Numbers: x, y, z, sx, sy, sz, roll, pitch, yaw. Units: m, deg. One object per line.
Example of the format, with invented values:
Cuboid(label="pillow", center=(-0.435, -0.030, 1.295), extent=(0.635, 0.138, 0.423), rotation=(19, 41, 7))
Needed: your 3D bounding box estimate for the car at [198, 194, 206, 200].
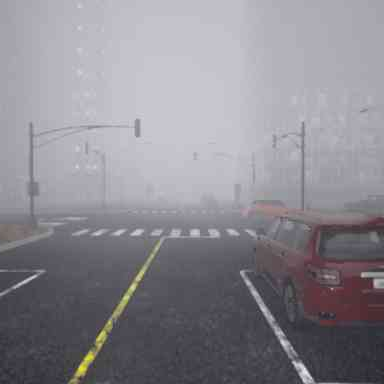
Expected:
Cuboid(label="car", center=(2.573, 1.215, 83.419), extent=(1.887, 1.381, 4.507), rotation=(-1, 0, 0))

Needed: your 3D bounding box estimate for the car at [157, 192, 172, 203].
Cuboid(label="car", center=(-5.314, 1.203, 61.298), extent=(1.967, 1.590, 4.097), rotation=(-1, 0, 0))

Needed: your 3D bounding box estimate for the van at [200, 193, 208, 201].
Cuboid(label="van", center=(2.567, 1.058, 72.370), extent=(1.690, 1.788, 3.998), rotation=(-1, 0, 0))

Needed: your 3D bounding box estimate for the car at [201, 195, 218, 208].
Cuboid(label="car", center=(2.532, 1.411, 44.748), extent=(1.802, 1.307, 4.206), rotation=(-1, 0, 0))

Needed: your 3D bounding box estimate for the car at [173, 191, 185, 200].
Cuboid(label="car", center=(-2.733, 0.667, 77.007), extent=(2.097, 1.767, 4.553), rotation=(0, 0, 0))

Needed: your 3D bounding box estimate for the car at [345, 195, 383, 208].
Cuboid(label="car", center=(16.569, 1.165, 30.598), extent=(5.009, 1.841, 2.192), rotation=(0, 1, 0))

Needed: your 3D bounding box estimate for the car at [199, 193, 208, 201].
Cuboid(label="car", center=(2.570, 1.134, 77.895), extent=(1.967, 1.590, 4.097), rotation=(-1, 0, 0))

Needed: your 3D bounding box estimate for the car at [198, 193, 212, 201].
Cuboid(label="car", center=(2.551, 1.100, 55.796), extent=(2.192, 1.841, 5.009), rotation=(-1, 0, 0))

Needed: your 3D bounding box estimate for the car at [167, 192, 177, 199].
Cuboid(label="car", center=(-5.309, 0.961, 88.920), extent=(2.192, 1.841, 5.009), rotation=(-1, 0, 0))

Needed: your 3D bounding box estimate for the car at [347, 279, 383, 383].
Cuboid(label="car", center=(2.555, 1.561, 1.167), extent=(1.947, 1.339, 4.313), rotation=(-1, 0, 0))

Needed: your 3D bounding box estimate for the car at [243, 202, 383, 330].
Cuboid(label="car", center=(2.552, 1.289, 6.814), extent=(2.192, 1.841, 5.009), rotation=(-1, 0, 0))

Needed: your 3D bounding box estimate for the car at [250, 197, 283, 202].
Cuboid(label="car", center=(6.208, 1.277, 25.138), extent=(4.553, 1.767, 2.097), rotation=(1, 1, 0))

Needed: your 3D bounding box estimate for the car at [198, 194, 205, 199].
Cuboid(label="car", center=(2.576, 1.204, 94.469), extent=(1.802, 1.307, 4.206), rotation=(-1, 0, 0))
